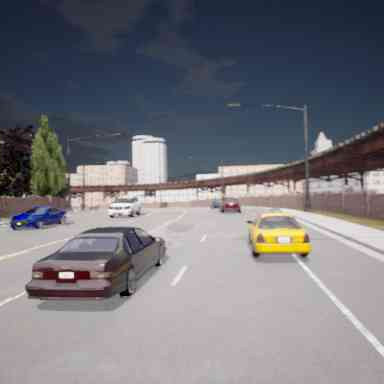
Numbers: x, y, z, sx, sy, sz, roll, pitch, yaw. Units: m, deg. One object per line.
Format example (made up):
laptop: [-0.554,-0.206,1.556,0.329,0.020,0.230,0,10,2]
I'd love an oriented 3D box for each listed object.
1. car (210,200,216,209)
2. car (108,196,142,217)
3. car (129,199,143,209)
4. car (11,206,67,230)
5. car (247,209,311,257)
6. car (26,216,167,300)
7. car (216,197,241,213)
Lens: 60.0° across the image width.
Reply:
car: [3.880,1.784,48.580,1.994,1.385,4.181,-1,-1,-5]
car: [-6.577,1.449,33.064,2.150,2.045,5.566,-1,0,3]
car: [-12.604,2.694,73.981,2.150,2.045,5.566,-1,-3,-19]
car: [-10.943,1.800,24.121,1.882,1.535,5.008,-1,0,6]
car: [3.089,1.410,12.565,1.801,1.575,5.366,-1,0,7]
car: [-2.050,1.618,8.777,2.033,1.411,5.357,-1,0,7]
car: [4.210,1.372,37.533,2.097,1.767,4.553,-1,-1,1]
